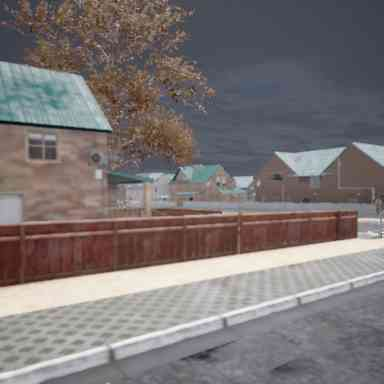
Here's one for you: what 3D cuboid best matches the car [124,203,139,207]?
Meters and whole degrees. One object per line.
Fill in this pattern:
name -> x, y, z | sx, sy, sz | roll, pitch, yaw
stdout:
car -> -9.092, 2.477, 50.432 | 1.882, 1.535, 5.008 | -1, 0, -35
